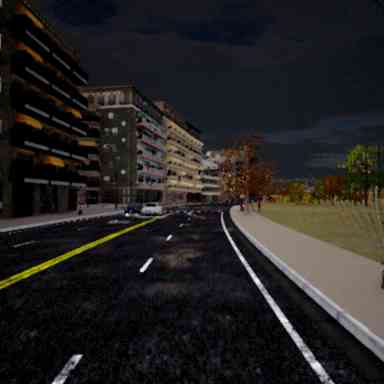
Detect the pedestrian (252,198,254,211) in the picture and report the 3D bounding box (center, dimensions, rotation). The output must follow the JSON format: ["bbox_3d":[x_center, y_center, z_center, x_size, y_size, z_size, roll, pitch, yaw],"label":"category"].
[{"bbox_3d":[8.395,1.759,46.255,0.375,1.860,0.375,0,-1,6],"label":"pedestrian"}]

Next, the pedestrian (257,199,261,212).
[{"bbox_3d":[9.455,1.812,46.739,0.375,1.860,0.375,0,-1,6],"label":"pedestrian"}]

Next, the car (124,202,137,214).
[{"bbox_3d":[-7.418,2.108,44.439,2.033,1.411,5.357,0,-1,6],"label":"car"}]

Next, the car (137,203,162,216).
[{"bbox_3d":[-4.686,2.017,39.336,1.812,1.442,4.674,0,-1,6],"label":"car"}]

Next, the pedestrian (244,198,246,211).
[{"bbox_3d":[7.536,1.777,47.560,0.375,1.860,0.375,0,-1,6],"label":"pedestrian"}]
